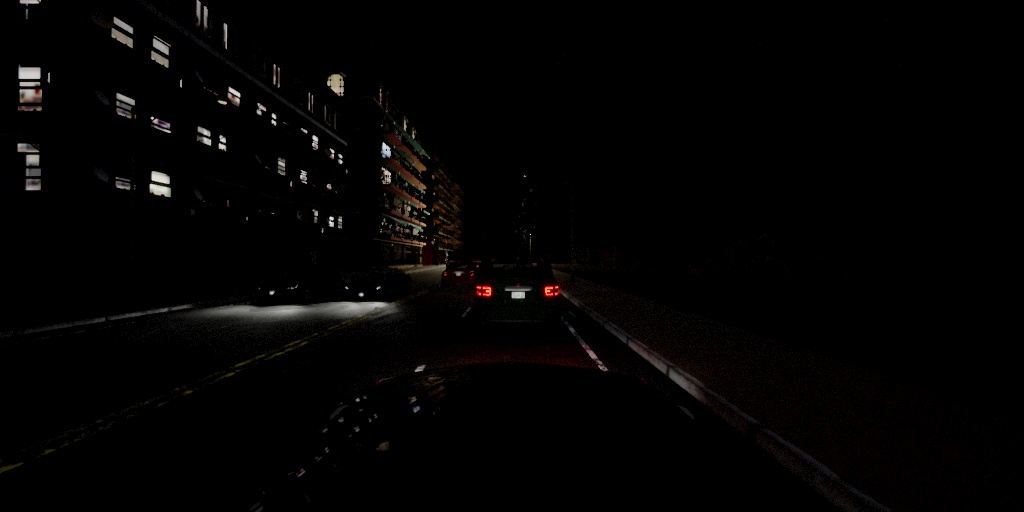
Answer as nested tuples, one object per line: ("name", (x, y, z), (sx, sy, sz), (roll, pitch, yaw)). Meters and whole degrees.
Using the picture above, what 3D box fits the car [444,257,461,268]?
("car", (-9.820, 1.114, 59.718), (2.097, 1.767, 4.553), (0, 0, 0))

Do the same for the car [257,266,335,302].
("car", (-9.851, 1.260, 17.131), (1.837, 1.490, 4.892), (0, 0, 0))

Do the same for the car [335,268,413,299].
("car", (-6.602, 1.303, 18.364), (2.033, 1.411, 5.357), (0, 0, 0))

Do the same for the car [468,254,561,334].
("car", (0.102, 0.975, 10.769), (2.150, 2.045, 5.566), (0, 0, -1))

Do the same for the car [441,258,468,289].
("car", (-3.150, 1.109, 23.201), (2.097, 1.767, 4.553), (0, 0, 0))
